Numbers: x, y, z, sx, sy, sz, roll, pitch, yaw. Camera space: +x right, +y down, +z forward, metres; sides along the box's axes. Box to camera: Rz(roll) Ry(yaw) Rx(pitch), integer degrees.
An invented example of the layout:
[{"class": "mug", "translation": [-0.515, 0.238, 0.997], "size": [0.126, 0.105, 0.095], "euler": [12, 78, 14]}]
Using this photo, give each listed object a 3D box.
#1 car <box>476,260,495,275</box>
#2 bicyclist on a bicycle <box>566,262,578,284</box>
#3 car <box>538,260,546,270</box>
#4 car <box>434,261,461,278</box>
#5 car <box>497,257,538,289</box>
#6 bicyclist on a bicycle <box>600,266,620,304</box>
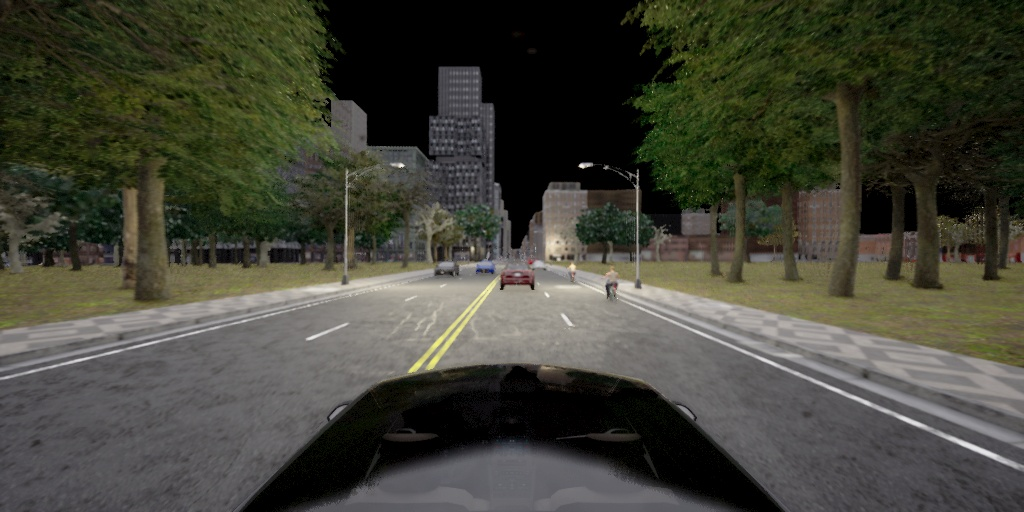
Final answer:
[{"class": "car", "translation": [-2.884, 1.256, 39.620], "size": [1.882, 1.535, 5.008], "euler": [0, 0, 1]}, {"class": "bicyclist on a bicycle", "translation": [4.455, 1.232, 26.430], "size": [0.866, 1.612, 1.509], "euler": [0, 0, 0]}, {"class": "car", "translation": [3.996, 1.376, 54.206], "size": [1.812, 1.442, 4.674], "euler": [0, 0, 1]}, {"class": "car", "translation": [-6.201, 1.226, 34.671], "size": [1.882, 1.535, 5.008], "euler": [0, 0, 1]}, {"class": "car", "translation": [0.352, 1.118, 23.176], "size": [2.097, 1.767, 4.553], "euler": [0, 0, 1]}, {"class": "bicyclist on a bicycle", "translation": [4.296, 1.217, 15.491], "size": [0.866, 1.612, 1.509], "euler": [0, 0, 1]}]
